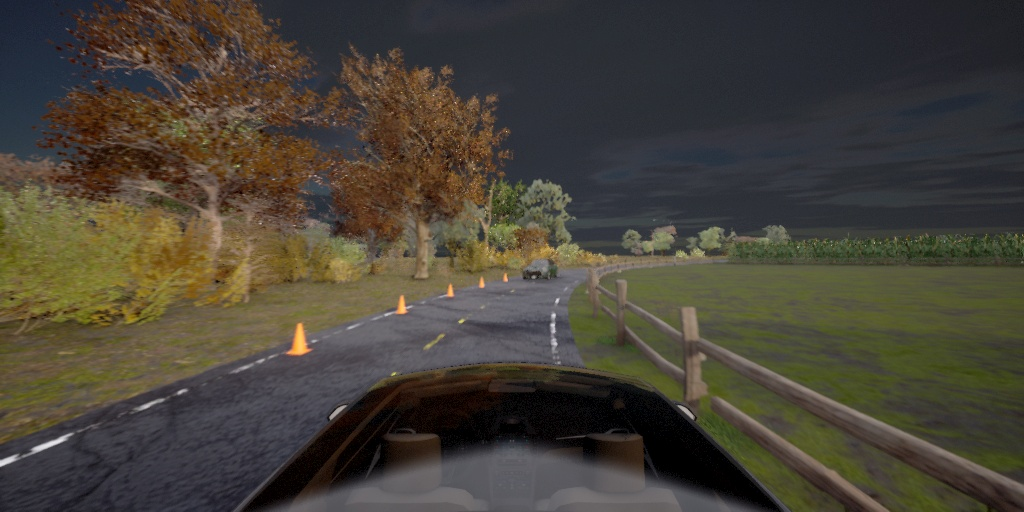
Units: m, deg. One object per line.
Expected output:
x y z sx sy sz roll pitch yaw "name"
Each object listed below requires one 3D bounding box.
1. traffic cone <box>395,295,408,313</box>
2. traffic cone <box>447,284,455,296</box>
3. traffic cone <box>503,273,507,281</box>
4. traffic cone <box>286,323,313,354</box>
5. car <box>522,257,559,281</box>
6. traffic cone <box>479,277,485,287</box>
-3.833 1.667 12.466 0.340 0.580 0.340 0 0 7 "traffic cone"
-3.017 1.657 17.544 0.340 0.580 0.340 0 0 11 "traffic cone"
-0.506 1.618 27.515 0.340 0.580 0.340 0 0 17 "traffic cone"
-4.352 1.671 7.349 0.340 0.580 0.340 0 0 4 "traffic cone"
2.381 1.015 29.263 2.097 1.767 4.553 0 0 19 "car"
-1.906 1.641 22.567 0.340 0.580 0.340 0 0 14 "traffic cone"
